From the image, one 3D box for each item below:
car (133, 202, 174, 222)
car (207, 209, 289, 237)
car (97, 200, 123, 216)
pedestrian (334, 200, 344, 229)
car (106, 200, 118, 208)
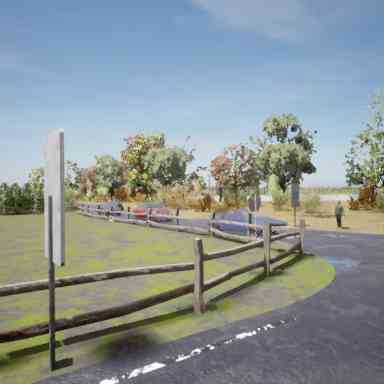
[{"bbox_3d":[-3.422,1.701,29.094,2.097,1.767,4.553,-1,0,-34],"label":"car"},{"bbox_3d":[3.096,1.738,19.569,2.033,1.411,5.357,-1,0,-35],"label":"car"},{"bbox_3d":[-9.760,2.055,39.110,2.033,1.411,5.357,-1,0,-29],"label":"car"},{"bbox_3d":[9.321,1.409,21.073,0.375,1.860,0.375,-2,1,-35],"label":"pedestrian"},{"bbox_3d":[-15.133,2.286,62.875,1.812,1.442,4.674,-1,0,-18],"label":"car"}]
